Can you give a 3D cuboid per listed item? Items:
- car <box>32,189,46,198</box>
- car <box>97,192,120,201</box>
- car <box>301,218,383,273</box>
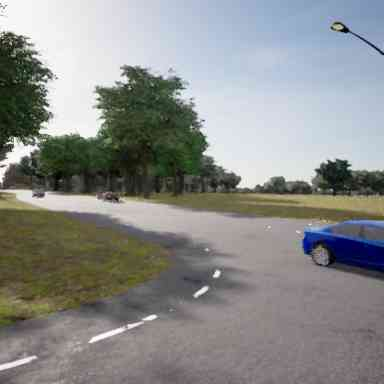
[{"bbox_3d":[-26.593,0.211,57.664,1.837,1.490,4.892,-1,2,-30],"label":"car"},{"bbox_3d":[-12.228,0.660,48.159,1.895,1.301,4.718,0,2,-34],"label":"car"},{"bbox_3d":[5.645,1.601,9.772,1.882,1.535,5.008,0,1,-34],"label":"car"}]
